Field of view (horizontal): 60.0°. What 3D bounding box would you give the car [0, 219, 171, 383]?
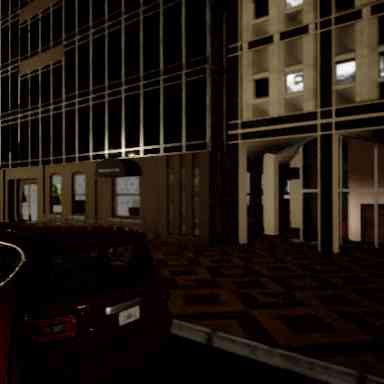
[{"bbox_3d":[-2.570,1.314,4.713,5.009,1.841,2.192,0,0,35],"label":"car"}]
